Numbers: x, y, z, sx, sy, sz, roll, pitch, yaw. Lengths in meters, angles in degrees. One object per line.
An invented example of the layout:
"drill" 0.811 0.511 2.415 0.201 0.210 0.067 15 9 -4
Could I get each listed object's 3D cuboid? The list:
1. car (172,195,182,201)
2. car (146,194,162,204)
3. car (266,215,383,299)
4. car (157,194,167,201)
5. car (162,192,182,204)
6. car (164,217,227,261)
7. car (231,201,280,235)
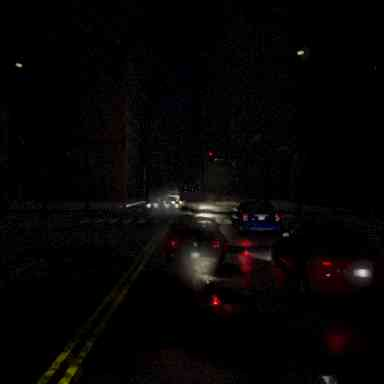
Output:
"car" -3.218 1.233 72.622 1.895 1.301 4.718 0 0 0
"car" -6.534 1.286 56.359 1.994 1.385 4.181 0 0 0
"car" 3.339 1.519 8.391 1.994 1.385 4.181 0 0 2
"car" -6.468 1.171 72.578 1.812 1.442 4.674 0 0 0
"car" -3.281 0.943 56.449 2.150 2.045 5.566 0 0 1
"car" 0.107 1.538 11.918 1.895 1.301 4.718 0 0 0
"car" 3.357 1.258 18.144 2.097 1.767 4.553 0 0 0
